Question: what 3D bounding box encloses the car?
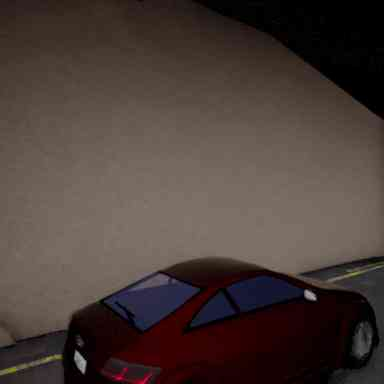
[{"bbox_3d":[0.571,1.579,4.323,4.181,1.385,1.994,0,0,-35],"label":"car"}]
